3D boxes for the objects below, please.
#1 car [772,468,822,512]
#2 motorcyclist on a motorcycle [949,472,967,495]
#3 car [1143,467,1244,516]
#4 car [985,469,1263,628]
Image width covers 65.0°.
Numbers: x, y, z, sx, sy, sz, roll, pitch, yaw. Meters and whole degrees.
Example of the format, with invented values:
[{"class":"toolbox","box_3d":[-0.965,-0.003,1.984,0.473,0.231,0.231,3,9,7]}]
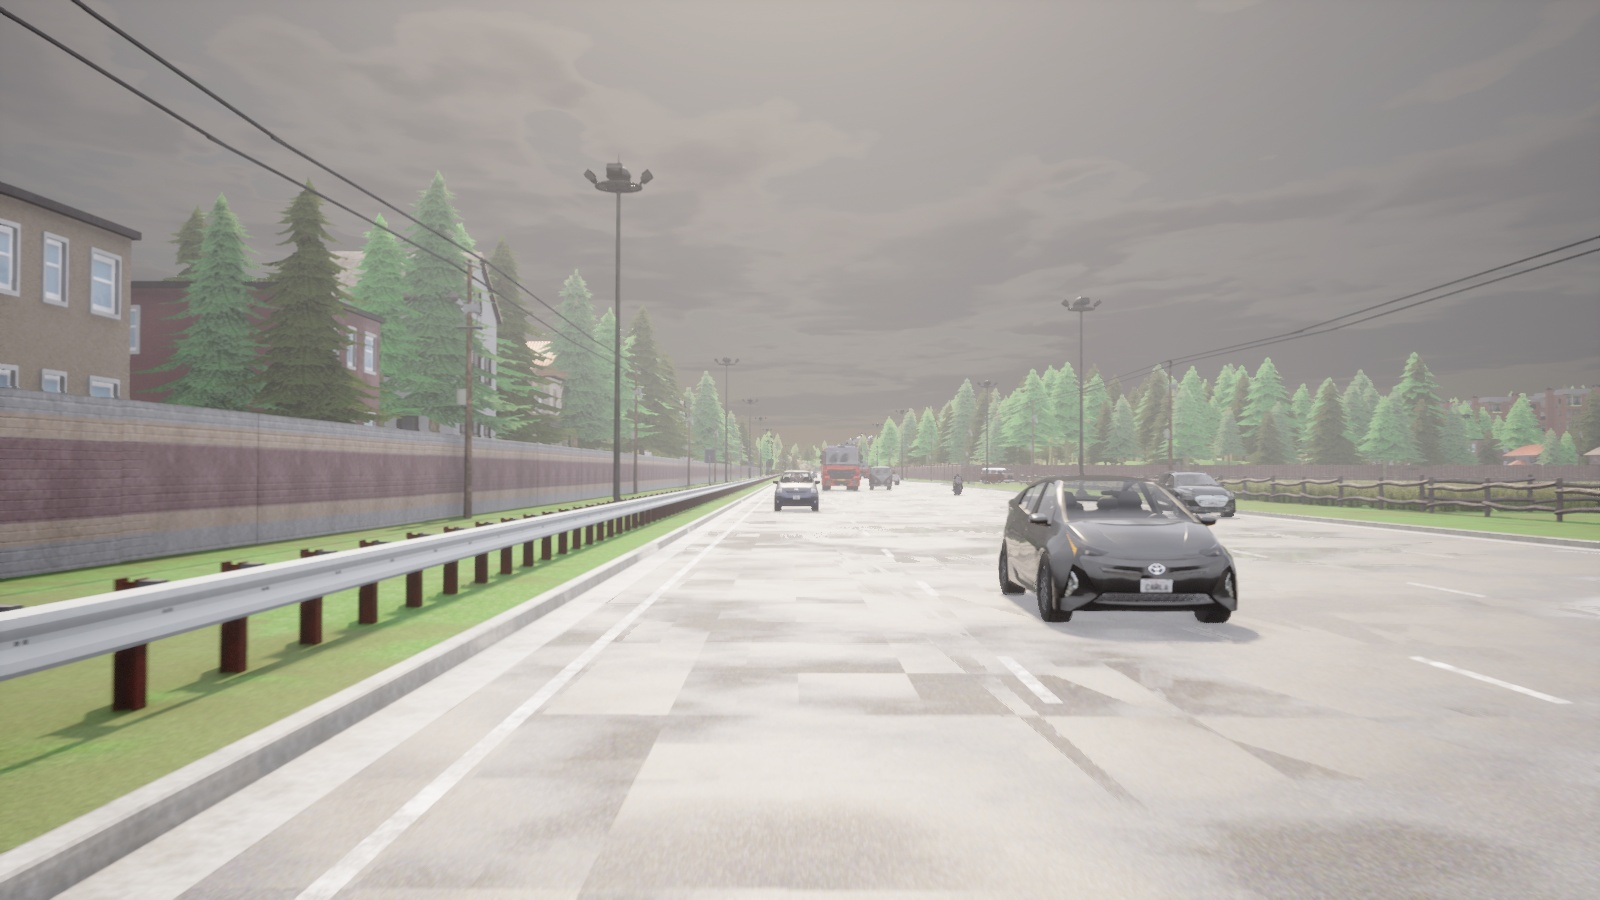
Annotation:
[{"class":"car","box_3d":[-0.118,1.534,49.041,1.851,1.617,3.988,0,-1,0]},{"class":"motorcyclist on a motorcycle","box_3d":[10.304,2.181,81.997,0.866,1.530,2.191,0,-1,0]},{"class":"car","box_3d":[13.892,1.436,44.648,2.033,1.649,4.856,0,-1,0]},{"class":"car","box_3d":[3.465,0.989,14.412,2.007,1.525,4.514,0,-1,0]}]
